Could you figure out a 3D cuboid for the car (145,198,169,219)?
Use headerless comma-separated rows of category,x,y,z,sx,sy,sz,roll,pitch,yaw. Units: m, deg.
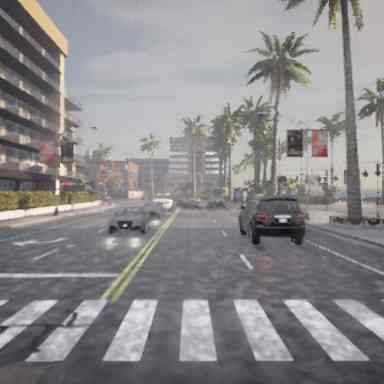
car,-3.497,1.540,29.521,2.033,1.411,5.357,0,0,0

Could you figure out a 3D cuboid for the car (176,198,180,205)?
car,-1.471,1.550,57.041,1.994,1.385,4.181,0,0,-12

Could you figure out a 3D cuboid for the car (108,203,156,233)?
car,-3.498,1.559,19.343,1.994,1.385,4.181,0,0,0

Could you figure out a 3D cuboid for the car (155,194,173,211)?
car,-3.497,1.212,39.890,2.150,2.045,5.566,0,0,0

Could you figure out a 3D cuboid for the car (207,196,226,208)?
car,3.363,1.341,46.731,2.097,1.767,4.553,0,0,-4

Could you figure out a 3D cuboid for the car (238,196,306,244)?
car,3.602,1.217,15.842,2.150,2.045,5.566,0,0,0

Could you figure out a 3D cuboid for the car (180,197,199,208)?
car,-0.143,1.480,46.875,2.128,1.511,4.902,0,0,-4
